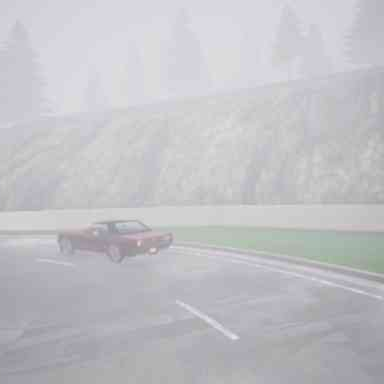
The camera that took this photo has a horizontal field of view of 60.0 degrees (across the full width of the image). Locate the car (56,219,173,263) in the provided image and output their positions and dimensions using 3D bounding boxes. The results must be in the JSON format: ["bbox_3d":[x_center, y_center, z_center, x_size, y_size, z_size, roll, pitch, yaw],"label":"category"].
[{"bbox_3d":[-3.023,1.680,12.320,4.718,1.301,1.895,-2,0,38],"label":"car"}]
